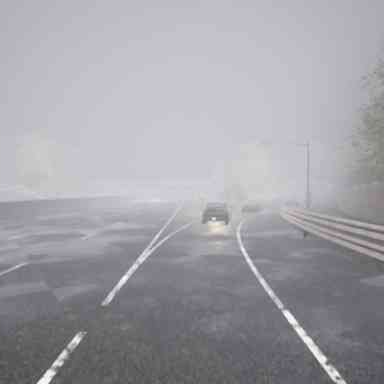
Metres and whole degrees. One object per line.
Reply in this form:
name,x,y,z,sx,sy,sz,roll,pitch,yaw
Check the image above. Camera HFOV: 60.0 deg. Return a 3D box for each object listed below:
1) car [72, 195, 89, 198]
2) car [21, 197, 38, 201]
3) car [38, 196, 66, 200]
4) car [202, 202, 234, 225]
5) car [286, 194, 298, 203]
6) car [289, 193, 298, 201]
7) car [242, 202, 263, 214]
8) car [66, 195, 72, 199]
car,-24.502,1.491,74.712,1.882,1.535,5.008,0,0,0
car,-28.009,1.600,58.382,1.895,1.301,4.718,0,0,0
car,-24.520,1.478,58.561,1.882,1.535,5.008,0,0,1
car,1.986,1.555,24.951,1.837,1.490,4.892,0,0,12
car,22.688,1.865,76.300,2.033,1.411,5.357,0,3,20
car,26.319,1.235,86.132,2.128,1.511,4.902,0,4,19
car,7.704,1.990,42.686,1.812,1.442,4.674,0,-1,24
car,-28.002,1.538,74.559,2.128,1.511,4.902,0,0,0
